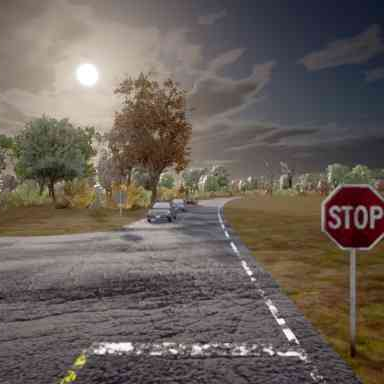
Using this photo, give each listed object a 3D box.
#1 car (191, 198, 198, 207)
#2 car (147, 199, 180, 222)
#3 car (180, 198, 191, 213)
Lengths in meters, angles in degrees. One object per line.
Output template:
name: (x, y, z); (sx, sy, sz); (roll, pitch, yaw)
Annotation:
car: (-0.188, 1.598, 52.132); (1.895, 1.301, 4.718); (0, 0, 7)
car: (-2.318, 1.526, 26.534); (1.812, 1.442, 4.674); (0, 0, 4)
car: (-1.558, 1.525, 37.517); (1.812, 1.442, 4.674); (0, 0, 5)
